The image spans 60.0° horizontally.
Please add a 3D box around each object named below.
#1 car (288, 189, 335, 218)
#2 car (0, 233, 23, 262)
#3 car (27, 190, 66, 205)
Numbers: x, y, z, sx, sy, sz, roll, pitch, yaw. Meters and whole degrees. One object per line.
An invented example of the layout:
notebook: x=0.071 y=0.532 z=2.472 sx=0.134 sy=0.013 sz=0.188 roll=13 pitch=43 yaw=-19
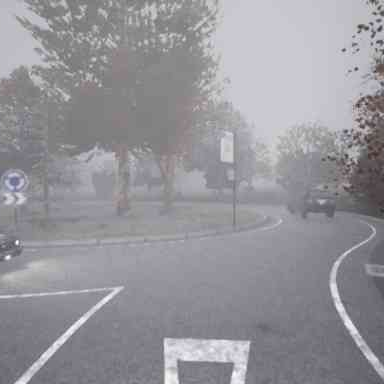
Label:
car: x=8.917 y=0.792 z=25.226 sx=2.150 sy=2.045 sz=5.566 roll=1 pitch=1 yaw=3
car: x=-7.627 y=1.385 z=9.041 sx=5.357 sy=1.411 sz=2.033 roll=0 pitch=1 yaw=1
car: x=-17.303 y=0.522 z=38.905 sx=4.553 sy=1.767 sz=2.097 roll=0 pitch=1 yaw=-32
